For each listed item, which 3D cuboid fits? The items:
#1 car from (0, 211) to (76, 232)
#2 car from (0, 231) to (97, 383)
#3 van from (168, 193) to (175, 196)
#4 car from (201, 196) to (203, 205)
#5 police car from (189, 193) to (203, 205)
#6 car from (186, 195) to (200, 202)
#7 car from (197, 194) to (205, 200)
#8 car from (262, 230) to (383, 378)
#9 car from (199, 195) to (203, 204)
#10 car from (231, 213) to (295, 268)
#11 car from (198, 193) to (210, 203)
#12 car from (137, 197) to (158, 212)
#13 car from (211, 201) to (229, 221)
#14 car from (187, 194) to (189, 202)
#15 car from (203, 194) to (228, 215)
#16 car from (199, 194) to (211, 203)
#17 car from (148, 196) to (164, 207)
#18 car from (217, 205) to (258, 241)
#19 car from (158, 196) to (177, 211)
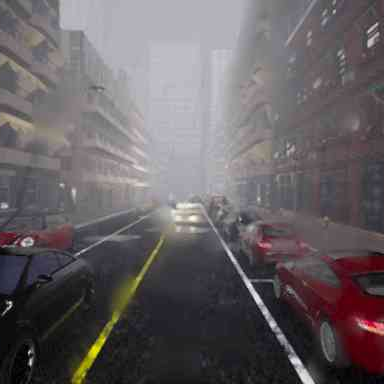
[{"bbox_3d":[-5.325,1.434,10.994,1.967,1.590,4.097,-1,0,0],"label":"car"},{"bbox_3d":[-2.851,1.562,4.891,1.994,1.385,4.181,0,0,0],"label":"car"},{"bbox_3d":[-5.323,1.278,88.682,1.690,1.788,3.998,-1,0,0],"label":"van"},{"bbox_3d":[2.558,1.498,44.479,1.752,1.417,4.829,-1,0,0],"label":"car"},{"bbox_3d":[0.827,1.386,59.759,1.930,1.638,5.238,0,0,0],"label":"police car"},{"bbox_3d":[0.280,1.453,75.526,1.837,1.490,4.892,0,0,15],"label":"car"},{"bbox_3d":[2.559,1.372,94.250,1.967,1.590,4.097,-1,0,0],"label":"car"},{"bbox_3d":[2.557,1.579,5.466,1.802,1.307,4.206,-1,0,0],"label":"car"},{"bbox_3d":[2.559,1.546,55.407,1.802,1.307,4.206,-1,0,0],"label":"car"},{"bbox_3d":[2.557,1.576,11.015,1.802,1.307,4.206,-1,0,0],"label":"car"},{"bbox_3d":[2.556,1.266,72.054,2.192,1.841,5.009,-1,0,0],"label":"car"},{"bbox_3d":[-5.323,1.501,38.570,1.752,1.417,4.829,-1,0,0],"label":"car"},{"bbox_3d":[2.557,1.538,22.113,2.008,1.369,4.403,-1,0,0],"label":"car"},{"bbox_3d":[0.227,1.431,69.448,1.882,1.535,5.008,0,0,-11],"label":"car"},{"bbox_3d":[2.555,1.295,33.211,2.192,1.841,5.009,-1,0,0],"label":"car"},{"bbox_3d":[2.556,1.271,66.504,2.192,1.841,5.009,-1,0,0],"label":"car"},{"bbox_3d":[-5.323,1.408,49.837,1.967,1.590,4.097,-1,0,0],"label":"car"},{"bbox_3d":[2.557,1.556,16.564,1.947,1.339,4.313,-1,0,0],"label":"car"},{"bbox_3d":[-2.836,1.539,40.537,1.994,1.385,4.181,0,0,0],"label":"car"}]
